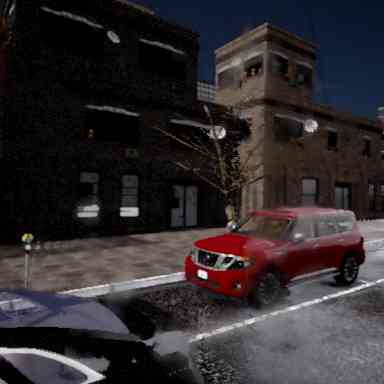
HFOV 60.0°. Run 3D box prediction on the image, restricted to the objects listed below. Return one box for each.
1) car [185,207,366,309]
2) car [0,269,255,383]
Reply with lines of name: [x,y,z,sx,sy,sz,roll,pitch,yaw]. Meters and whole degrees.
car: [2.266,1.346,8.149,5.009,1.841,2.192,0,1,-35]
car: [-2.186,1.487,1.822,4.902,1.511,2.128,0,0,-35]
